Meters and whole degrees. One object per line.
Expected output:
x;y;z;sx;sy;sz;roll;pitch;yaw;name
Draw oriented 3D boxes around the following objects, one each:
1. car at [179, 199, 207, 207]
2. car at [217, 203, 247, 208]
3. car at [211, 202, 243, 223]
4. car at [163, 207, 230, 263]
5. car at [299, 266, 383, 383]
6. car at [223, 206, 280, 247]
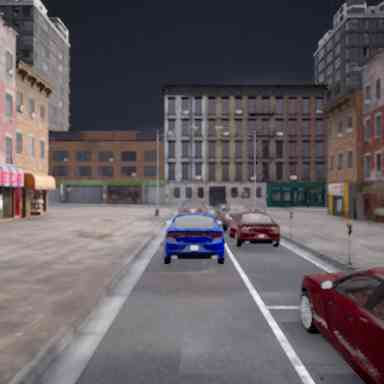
0.060;1.332;24.962;2.097;1.767;4.553;0;0;0;car
2.646;1.423;20.372;1.967;1.590;4.097;0;0;0;car
2.645;1.530;25.876;2.008;1.369;4.403;0;0;0;car
0.075;1.467;11.902;1.882;1.535;5.008;0;-1;0;car
2.645;1.541;3.862;1.887;1.381;4.507;0;0;0;car
2.645;1.531;14.869;1.887;1.381;4.507;0;0;0;car
